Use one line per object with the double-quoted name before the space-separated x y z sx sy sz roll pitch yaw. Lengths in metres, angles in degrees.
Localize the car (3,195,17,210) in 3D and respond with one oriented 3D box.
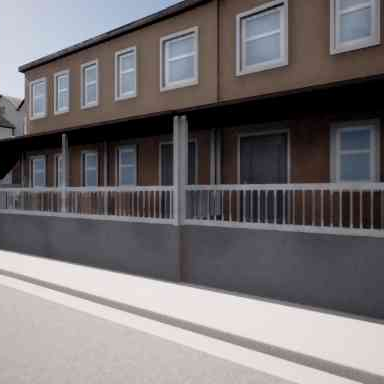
"car" -15.560 1.057 28.146 1.994 1.385 4.181 0 14 35
